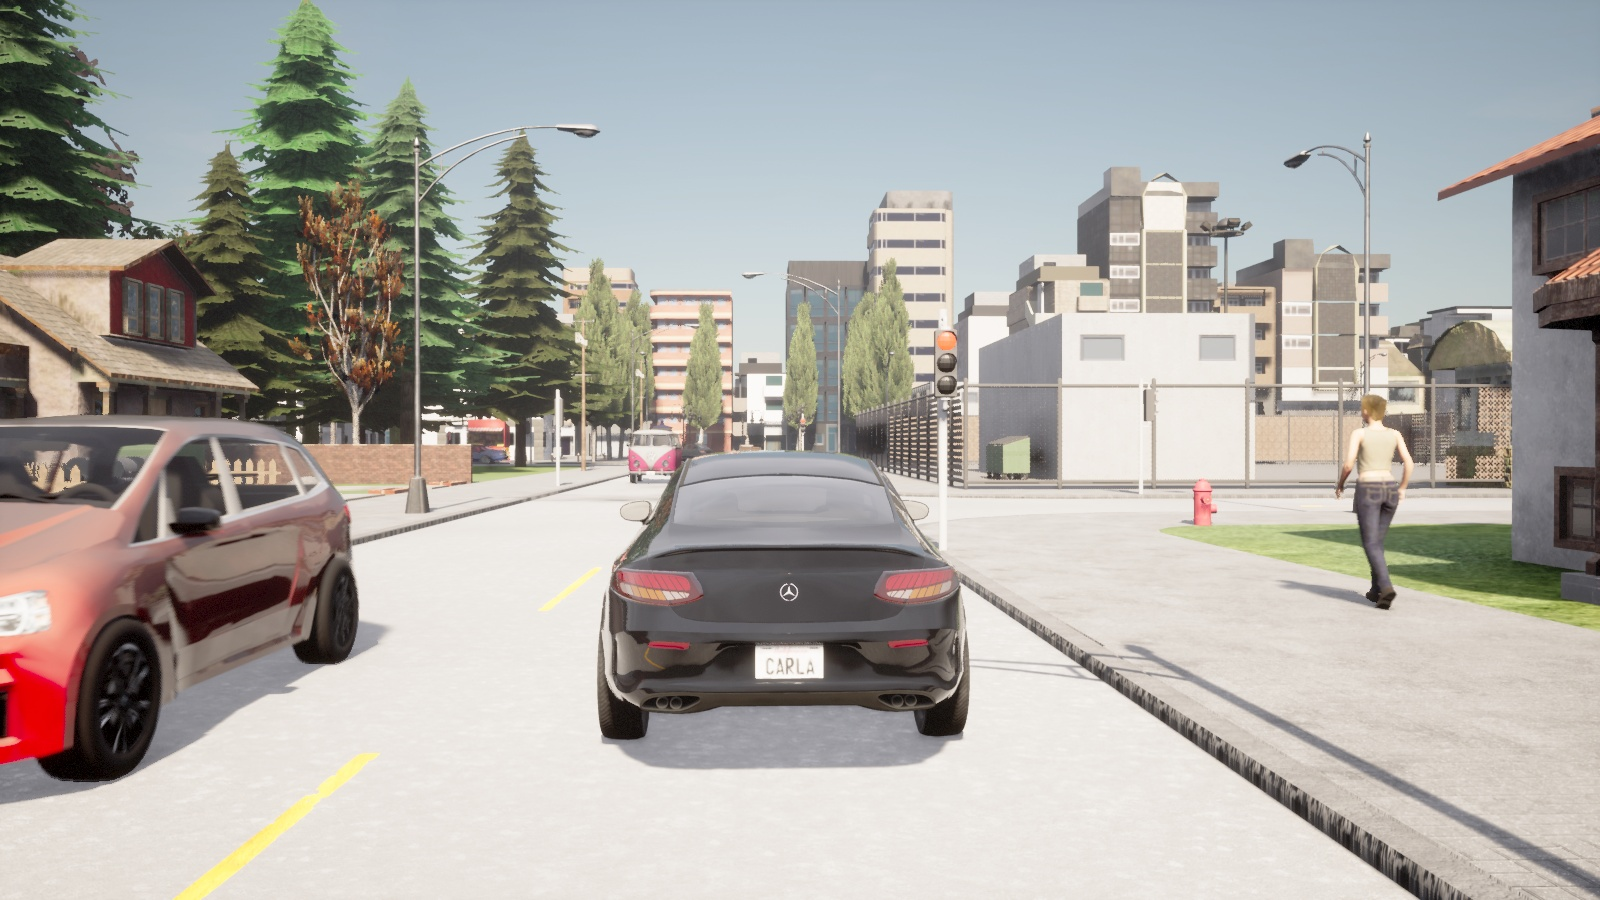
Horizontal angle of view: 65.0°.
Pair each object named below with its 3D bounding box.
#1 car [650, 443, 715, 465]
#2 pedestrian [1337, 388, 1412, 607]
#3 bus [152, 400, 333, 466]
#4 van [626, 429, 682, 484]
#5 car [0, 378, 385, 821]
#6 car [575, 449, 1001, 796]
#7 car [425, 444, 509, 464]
[{"bbox_3d":[-8.212,0.258,87.788,4.193,1.474,1.816,0,0,24],"label":"car"},{"bbox_3d":[4.951,0.399,10.841,0.345,1.836,0.594,0,0,-2],"label":"pedestrian"},{"bbox_3d":[-36.825,-1.130,83.327,10.273,4.253,3.944,0,0,-2],"label":"bus"},{"bbox_3d":[-5.463,0.228,47.402,1.775,1.987,4.442,0,0,-2],"label":"van"},{"bbox_3d":[-4.129,0.548,6.988,2.242,1.667,4.611,0,0,-2],"label":"car"},{"bbox_3d":[-0.142,0.729,7.674,1.812,1.442,4.674,0,0,-2],"label":"car"},{"bbox_3d":[-23.235,0.280,87.792,5.357,1.411,2.033,0,0,-2],"label":"car"}]
